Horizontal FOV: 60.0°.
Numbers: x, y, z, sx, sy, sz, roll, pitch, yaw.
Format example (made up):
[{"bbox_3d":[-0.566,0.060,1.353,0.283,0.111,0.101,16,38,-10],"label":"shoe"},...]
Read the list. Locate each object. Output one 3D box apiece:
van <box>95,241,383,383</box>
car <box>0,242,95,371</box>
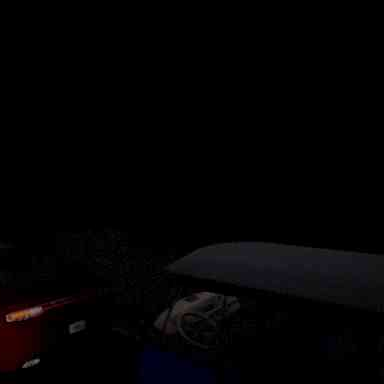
[{"bbox_3d":[1.391,1.341,2.085,3.998,1.788,1.690,1,0,36],"label":"van"},{"bbox_3d":[-3.218,1.494,5.373,4.507,1.381,1.887,1,0,35],"label":"car"}]
